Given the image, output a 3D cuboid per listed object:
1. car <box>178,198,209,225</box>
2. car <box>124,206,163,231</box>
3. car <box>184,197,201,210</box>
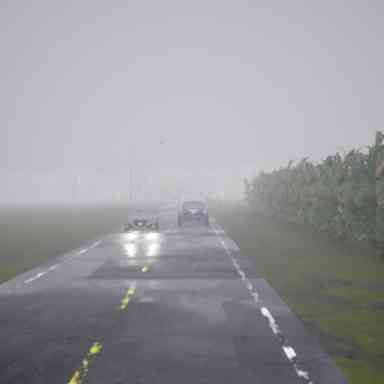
[{"bbox_3d":[0.095,1.352,24.148,2.097,1.767,4.553,0,0,0],"label":"car"},{"bbox_3d":[-2.851,1.564,20.314,1.994,1.385,4.181,0,0,0],"label":"car"},{"bbox_3d":[0.093,1.494,43.047,2.128,1.511,4.902,0,0,0],"label":"car"}]
